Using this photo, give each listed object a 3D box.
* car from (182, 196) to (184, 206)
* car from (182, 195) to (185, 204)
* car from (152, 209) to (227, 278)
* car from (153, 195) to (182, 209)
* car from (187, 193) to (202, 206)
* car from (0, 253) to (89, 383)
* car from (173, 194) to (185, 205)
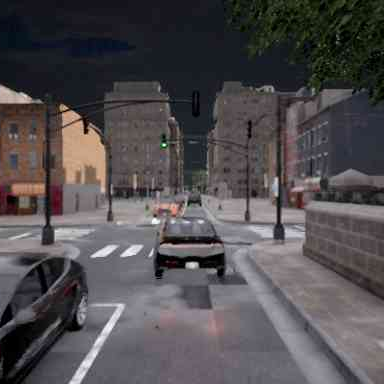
[{"bbox_3d":[-2.304,1.523,39.677,1.994,1.385,4.181,0,0,0],"label":"car"},{"bbox_3d":[-2.307,1.441,49.536,2.128,1.511,4.902,0,0,0],"label":"car"},{"bbox_3d":[-0.179,1.483,10.126,2.128,1.511,4.902,0,0,-4],"label":"car"},{"bbox_3d":[-2.326,1.320,30.742,2.097,1.767,4.553,0,0,1],"label":"car"},{"bbox_3d":[0.378,1.166,53.234,2.150,2.045,5.566,0,0,0],"label":"car"},{"bbox_3d":[-2.639,1.562,4.166,1.947,1.339,4.313,0,0,0],"label":"car"},{"bbox_3d":[-2.284,1.290,59.791,2.097,1.767,4.553,0,0,0],"label":"car"}]
